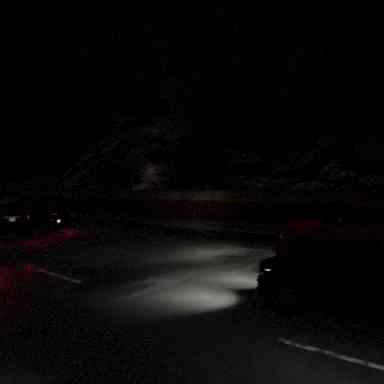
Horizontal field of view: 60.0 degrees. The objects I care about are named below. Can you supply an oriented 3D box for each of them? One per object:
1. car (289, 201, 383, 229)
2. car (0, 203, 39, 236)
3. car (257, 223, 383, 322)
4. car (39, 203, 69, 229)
[{"bbox_3d":[5.143,1.240,9.007,5.566,2.045,2.150,0,0,36],"label":"car"},{"bbox_3d":[-10.136,1.358,17.350,4.553,1.767,2.097,0,0,43],"label":"car"},{"bbox_3d":[3.478,1.537,5.905,4.674,1.442,1.812,0,0,36],"label":"car"},{"bbox_3d":[-9.839,1.516,21.944,4.892,1.490,1.837,0,0,45],"label":"car"}]
